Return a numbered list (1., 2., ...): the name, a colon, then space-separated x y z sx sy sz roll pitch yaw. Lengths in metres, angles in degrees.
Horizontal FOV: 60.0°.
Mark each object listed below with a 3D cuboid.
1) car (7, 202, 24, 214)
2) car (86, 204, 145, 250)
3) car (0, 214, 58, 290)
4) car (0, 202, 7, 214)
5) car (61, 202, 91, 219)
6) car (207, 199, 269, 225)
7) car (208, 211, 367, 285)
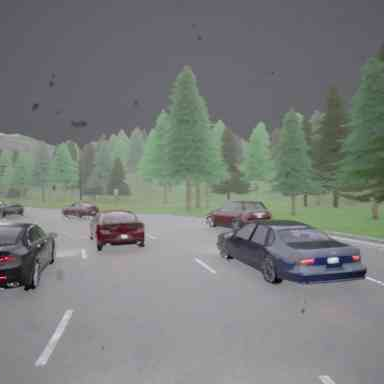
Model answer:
1. car: -18.873 1.740 33.933 4.902 1.511 2.128 -1 0 42
2. car: -3.428 1.511 14.769 1.882 1.535 5.008 -1 0 -21
3. car: -4.895 1.569 8.950 1.837 1.490 4.892 0 0 -15
4. car: -18.240 1.738 28.706 4.902 1.511 2.128 -1 0 42
5. car: -10.332 1.646 30.814 4.674 1.442 1.812 -1 0 45
6. car: 2.634 1.285 19.170 2.097 1.767 4.553 -1 0 -24
7. car: 2.339 1.498 9.453 2.033 1.411 5.357 -1 0 -15
